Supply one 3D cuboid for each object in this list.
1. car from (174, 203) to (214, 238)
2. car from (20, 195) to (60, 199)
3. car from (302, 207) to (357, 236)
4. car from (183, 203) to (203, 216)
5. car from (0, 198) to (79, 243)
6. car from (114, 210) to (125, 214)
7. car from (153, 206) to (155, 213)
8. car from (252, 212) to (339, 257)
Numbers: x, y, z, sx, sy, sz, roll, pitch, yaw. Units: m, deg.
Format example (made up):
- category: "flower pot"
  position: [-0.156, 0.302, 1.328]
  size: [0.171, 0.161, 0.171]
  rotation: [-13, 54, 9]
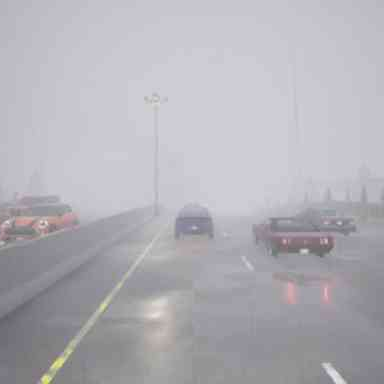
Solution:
- category: "car"
  position: [0.101, 1.478, 17.693]
  size: [1.882, 1.535, 5.008]
  rotation: [0, 0, 0]
- category: "car"
  position: [-10.597, 1.222, 22.617]
  size: [2.150, 2.045, 5.566]
  rotation: [0, 0, 0]
- category: "car"
  position: [7.101, 1.547, 18.518]
  size: [2.033, 1.411, 5.357]
  rotation: [0, 0, 0]
- category: "car"
  position: [0.102, 1.888, 36.436]
  size: [1.994, 1.385, 4.181]
  rotation: [0, -3, 0]
- category: "car"
  position: [-7.098, 1.353, 15.975]
  size: [2.097, 1.767, 4.553]
  rotation: [0, 0, 0]
- category: "car"
  position: [-14.004, 4.338, 65.597]
  size: [2.097, 1.767, 4.553]
  rotation: [0, -6, 0]
- category: "car"
  position: [-7.034, 3.381, 57.815]
  size: [2.150, 2.045, 5.566]
  rotation: [0, -6, 1]
- category: "car"
  position: [3.600, 1.601, 12.848]
  size: [1.895, 1.301, 4.718]
  rotation: [0, 0, 0]
